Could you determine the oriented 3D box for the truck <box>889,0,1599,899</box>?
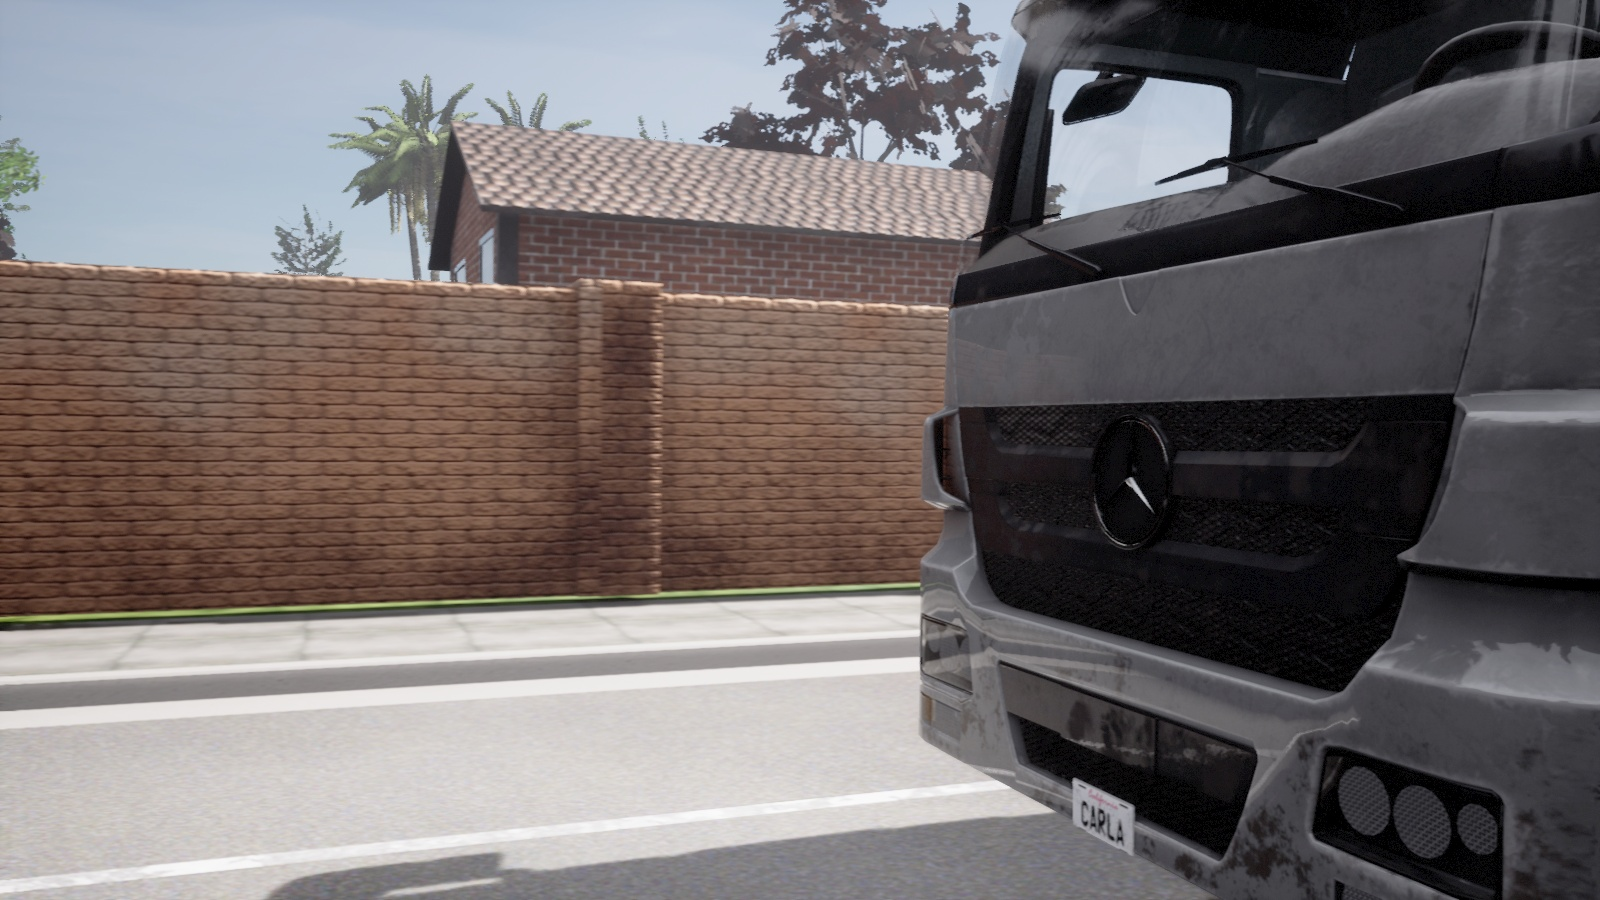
[{"bbox_3d":[4.583,-0.314,4.949,7.936,3.462,2.891,-1,1,-21],"label":"truck"}]
